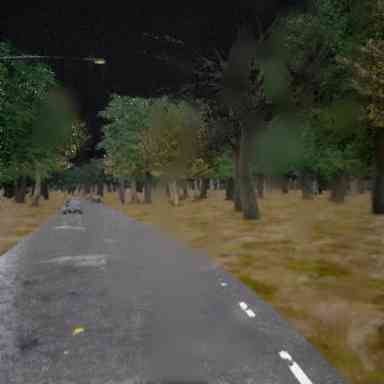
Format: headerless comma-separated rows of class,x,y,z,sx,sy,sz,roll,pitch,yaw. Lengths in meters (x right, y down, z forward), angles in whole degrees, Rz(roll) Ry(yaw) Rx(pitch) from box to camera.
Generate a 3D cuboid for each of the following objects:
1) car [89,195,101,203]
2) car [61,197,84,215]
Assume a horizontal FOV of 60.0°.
car,-22.159,1.700,76.790,1.882,1.535,5.008,0,0,-19
car,-12.366,1.559,34.624,1.837,1.490,4.892,0,0,-19
